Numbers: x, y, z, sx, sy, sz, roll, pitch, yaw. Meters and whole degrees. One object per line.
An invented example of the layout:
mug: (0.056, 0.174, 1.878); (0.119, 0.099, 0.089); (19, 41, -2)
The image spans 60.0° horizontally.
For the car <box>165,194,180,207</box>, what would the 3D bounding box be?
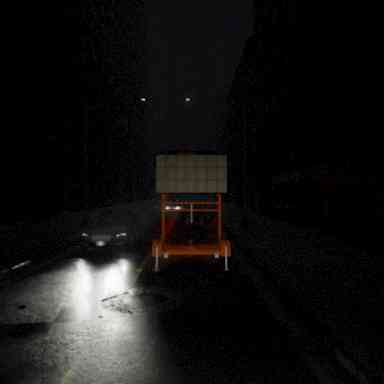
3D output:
car: (-3.079, 1.260, 53.852); (2.150, 2.045, 5.566); (0, 0, 0)

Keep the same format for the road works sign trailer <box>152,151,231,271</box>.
road works sign trailer: (-0.014, 0.467, 10.914); (2.380, 3.560, 2.880); (0, 0, 0)

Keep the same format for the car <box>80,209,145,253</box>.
car: (-3.118, 1.495, 13.810); (2.128, 1.511, 4.902); (0, 0, 0)
